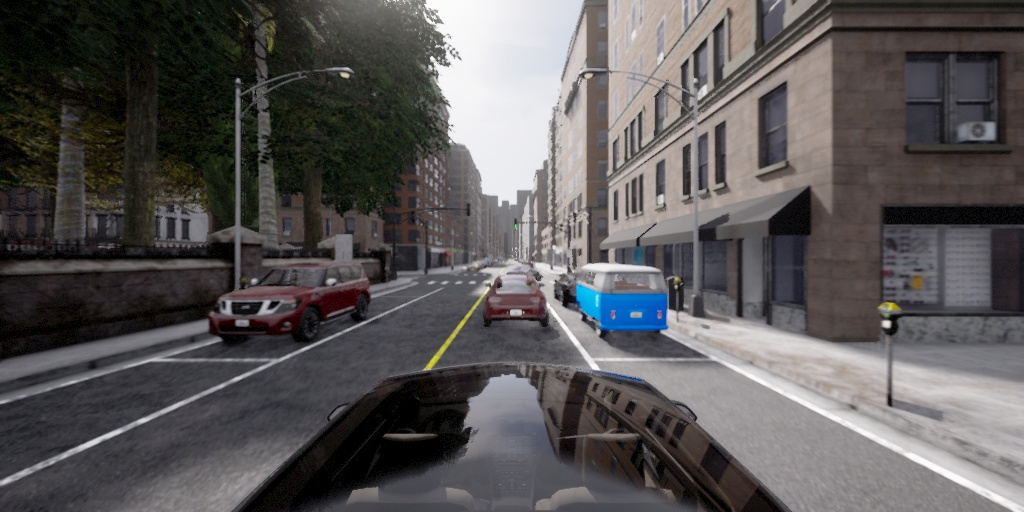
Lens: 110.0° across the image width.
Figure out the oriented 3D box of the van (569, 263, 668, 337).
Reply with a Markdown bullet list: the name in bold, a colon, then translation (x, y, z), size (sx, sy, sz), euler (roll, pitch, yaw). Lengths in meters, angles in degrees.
- **van**: translation (2.858, 1.124, 10.087), size (1.690, 1.789, 3.998), euler (0, 0, 0)

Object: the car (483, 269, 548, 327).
- **car**: translation (0.103, 1.315, 11.644), size (1.812, 1.442, 4.674), euler (0, 0, 0)

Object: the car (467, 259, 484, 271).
- **car**: translation (-5.664, 1.461, 53.566), size (1.751, 1.417, 4.829), euler (0, 0, 0)

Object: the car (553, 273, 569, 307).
- **car**: translation (2.858, 1.370, 15.747), size (1.948, 1.339, 4.313), euler (0, 0, 0)

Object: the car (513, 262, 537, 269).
- **car**: translation (1.033, 1.394, 27.555), size (2.033, 1.411, 5.357), euler (0, 0, 15)

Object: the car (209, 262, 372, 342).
- **car**: translation (-5.667, 1.098, 10.047), size (2.192, 1.841, 5.009), euler (0, 0, 0)

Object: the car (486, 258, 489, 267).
- **car**: translation (-5.663, 1.522, 64.637), size (1.888, 1.381, 4.507), euler (0, 0, 0)

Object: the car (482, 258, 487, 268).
- **car**: translation (-5.664, 1.506, 59.186), size (2.007, 1.370, 4.403), euler (0, 0, 0)
